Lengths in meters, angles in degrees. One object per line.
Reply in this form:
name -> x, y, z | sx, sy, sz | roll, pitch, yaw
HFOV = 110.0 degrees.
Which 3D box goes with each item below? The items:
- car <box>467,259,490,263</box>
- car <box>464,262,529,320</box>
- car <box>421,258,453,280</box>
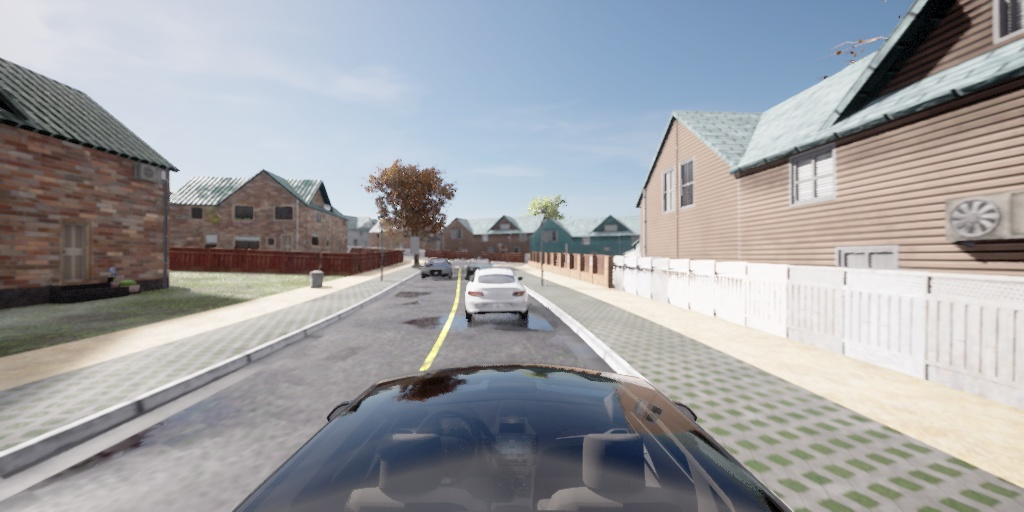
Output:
car -> -2.493, 0.846, 27.136 | 1.895, 1.301, 4.718 | 0, 1, -8
car -> -0.568, 1.101, 11.684 | 1.812, 1.442, 4.674 | 0, 1, -5
car -> -5.104, 0.854, 24.780 | 1.994, 1.385, 4.181 | 0, 1, -8
